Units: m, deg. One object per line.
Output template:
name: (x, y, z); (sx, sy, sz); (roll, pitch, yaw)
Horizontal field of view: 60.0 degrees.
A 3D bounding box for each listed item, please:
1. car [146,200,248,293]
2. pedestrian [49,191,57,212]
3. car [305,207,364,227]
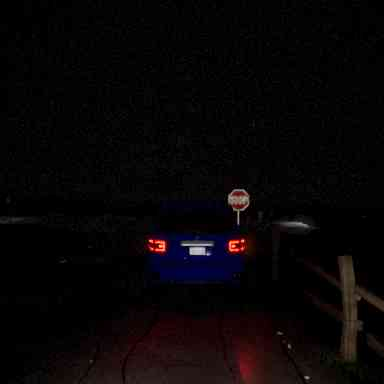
car: (0.083, 1.214, 8.992); (2.150, 2.045, 5.566); (0, 0, 0)
pedestrian: (-12.080, 0.778, 28.947); (0.375, 1.860, 0.375); (0, 1, 0)
car: (10.956, 1.877, 25.711); (4.181, 1.385, 1.994); (2, 3, -2)
